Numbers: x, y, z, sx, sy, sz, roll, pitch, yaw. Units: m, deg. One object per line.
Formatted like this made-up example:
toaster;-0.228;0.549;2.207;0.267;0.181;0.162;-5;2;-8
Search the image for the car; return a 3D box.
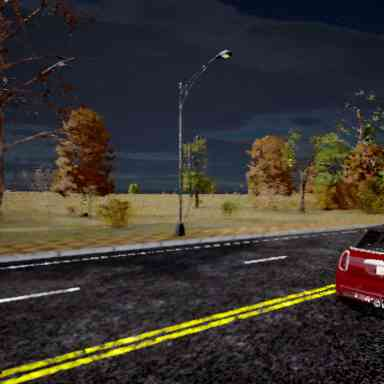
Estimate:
car;5.072;1.404;6.911;4.553;1.767;2.097;1;0;-34
